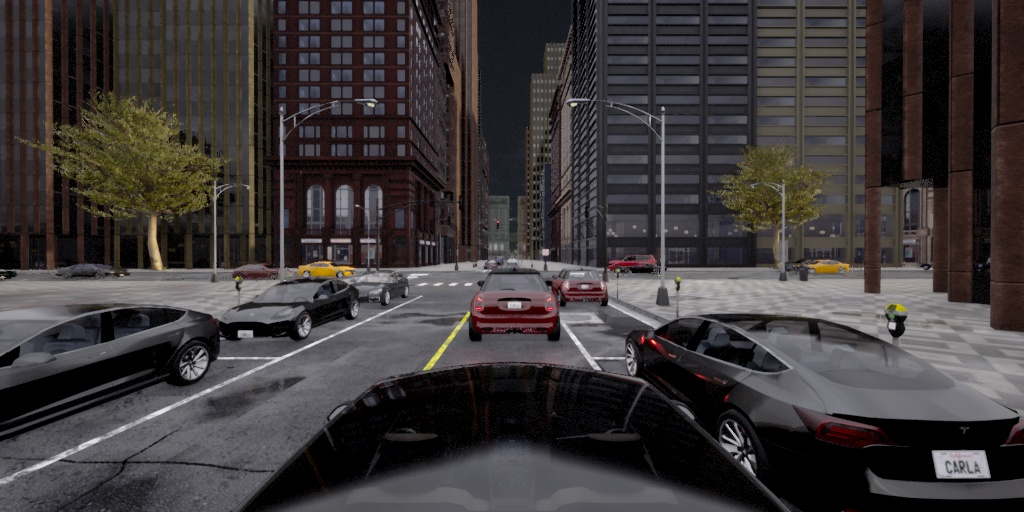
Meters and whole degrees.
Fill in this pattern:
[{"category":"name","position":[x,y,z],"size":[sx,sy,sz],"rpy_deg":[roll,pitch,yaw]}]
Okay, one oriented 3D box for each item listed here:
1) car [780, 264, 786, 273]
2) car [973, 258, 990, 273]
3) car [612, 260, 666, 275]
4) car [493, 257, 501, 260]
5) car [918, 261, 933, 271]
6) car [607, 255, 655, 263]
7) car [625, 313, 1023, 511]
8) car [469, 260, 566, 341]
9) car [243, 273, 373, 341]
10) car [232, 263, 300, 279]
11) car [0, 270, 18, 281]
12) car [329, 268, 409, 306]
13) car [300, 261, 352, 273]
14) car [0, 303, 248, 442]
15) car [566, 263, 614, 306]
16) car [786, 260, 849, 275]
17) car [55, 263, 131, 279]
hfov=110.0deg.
[{"category":"car","position":[32.972,1.156,40.409],"size":[4.892,1.490,1.837],"rpy_deg":[0,0,0]},{"category":"car","position":[49.245,1.001,37.082],"size":[4.553,1.767,2.097],"rpy_deg":[0,0,0]},{"category":"car","position":[13.243,1.311,37.146],"size":[4.718,1.301,1.895],"rpy_deg":[0,0,0]},{"category":"car","position":[-3.011,1.294,52.018],"size":[1.812,1.442,4.674],"rpy_deg":[0,0,1]},{"category":"car","position":[49.212,0.880,40.332],"size":[5.357,1.411,2.033],"rpy_deg":[0,0,0]},{"category":"car","position":[13.408,0.914,40.396],"size":[5.566,2.045,2.150],"rpy_deg":[0,0,0]},{"category":"car","position":[2.765,1.315,4.281],"size":[1.948,1.339,4.313],"rpy_deg":[0,0,0]},{"category":"car","position":[0.077,1.102,10.017],"size":[2.097,1.767,4.553],"rpy_deg":[0,0,1]},{"category":"car","position":[-5.754,1.316,9.925],"size":[1.948,1.339,4.313],"rpy_deg":[0,0,0]},{"category":"car","position":[-21.056,1.354,30.413],"size":[4.674,1.442,1.812],"rpy_deg":[0,0,0]},{"category":"car","position":[-45.320,1.498,30.425],"size":[4.718,1.301,1.895],"rpy_deg":[0,0,0]},{"category":"car","position":[-5.747,1.301,15.562],"size":[2.007,1.370,4.403],"rpy_deg":[0,0,0]},{"category":"car","position":[-17.305,1.280,33.660],"size":[5.008,1.535,1.882],"rpy_deg":[0,0,1]},{"category":"car","position":[-5.760,1.315,4.288],"size":[1.948,1.339,4.313],"rpy_deg":[0,0,0]},{"category":"car","position":[2.778,1.190,15.553],"size":[1.967,1.591,4.097],"rpy_deg":[0,0,0]},{"category":"car","position":[31.934,1.147,37.160],"size":[5.008,1.535,1.882],"rpy_deg":[0,0,0]},{"category":"car","position":[-39.274,1.411,33.654],"size":[5.357,1.411,2.033],"rpy_deg":[0,0,0]}]
